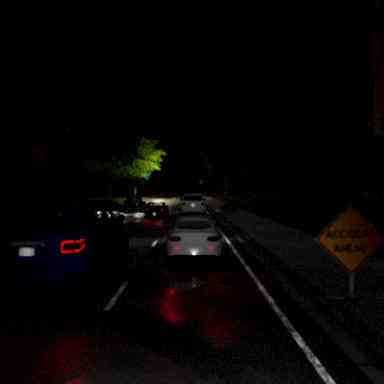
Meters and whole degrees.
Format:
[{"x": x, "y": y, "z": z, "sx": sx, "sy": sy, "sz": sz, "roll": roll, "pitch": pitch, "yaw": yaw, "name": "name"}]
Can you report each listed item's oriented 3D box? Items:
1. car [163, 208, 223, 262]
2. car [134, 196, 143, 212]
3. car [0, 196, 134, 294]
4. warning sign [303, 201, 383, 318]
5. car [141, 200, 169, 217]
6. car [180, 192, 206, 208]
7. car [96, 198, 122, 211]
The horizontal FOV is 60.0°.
[{"x": 0.075, "y": 1.515, "z": 11.966, "sx": 1.812, "sy": 1.442, "sz": 4.674, "roll": 0, "pitch": 0, "yaw": 0, "name": "car"}, {"x": -6.593, "y": 1.267, "z": 37.466, "sx": 2.097, "sy": 1.767, "sz": 4.553, "roll": 0, "pitch": 0, "yaw": 0, "name": "car"}, {"x": -3.165, "y": 1.215, "z": 8.933, "sx": 2.150, "sy": 2.045, "sz": 5.566, "roll": 0, "pitch": 0, "yaw": -1, "name": "car"}, {"x": 2.833, "y": 1.111, "z": 5.957, "sx": 1.300, "sy": 1.860, "sz": 1.060, "roll": -1, "pitch": -1, "yaw": 0, "name": "warning sign"}, {"x": -3.157, "y": 1.547, "z": 30.313, "sx": 1.895, "sy": 1.301, "sz": 4.718, "roll": 0, "pitch": 0, "yaw": 0, "name": "car"}, {"x": 0.095, "y": 1.166, "z": 30.981, "sx": 2.150, "sy": 2.045, "sz": 5.566, "roll": 0, "pitch": 0, "yaw": 0, "name": "car"}, {"x": -9.840, "y": 1.468, "z": 39.750, "sx": 1.994, "sy": 1.385, "sz": 4.181, "roll": 0, "pitch": 0, "yaw": 0, "name": "car"}]
